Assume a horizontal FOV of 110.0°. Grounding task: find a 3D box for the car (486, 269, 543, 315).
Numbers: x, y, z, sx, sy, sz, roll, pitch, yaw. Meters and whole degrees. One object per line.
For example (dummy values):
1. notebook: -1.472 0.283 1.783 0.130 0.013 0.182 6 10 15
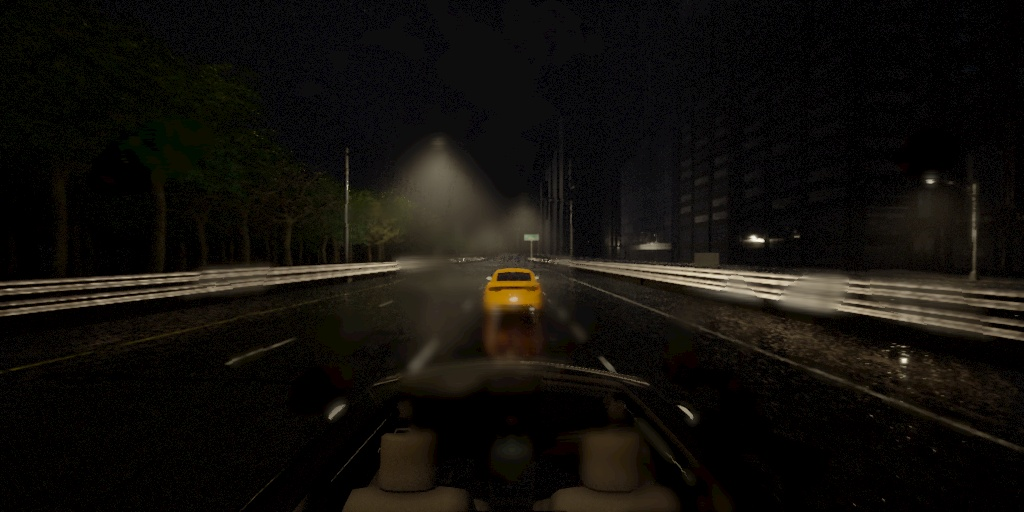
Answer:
1. car: 0.058 1.211 13.650 1.882 1.535 5.008 0 0 -1
